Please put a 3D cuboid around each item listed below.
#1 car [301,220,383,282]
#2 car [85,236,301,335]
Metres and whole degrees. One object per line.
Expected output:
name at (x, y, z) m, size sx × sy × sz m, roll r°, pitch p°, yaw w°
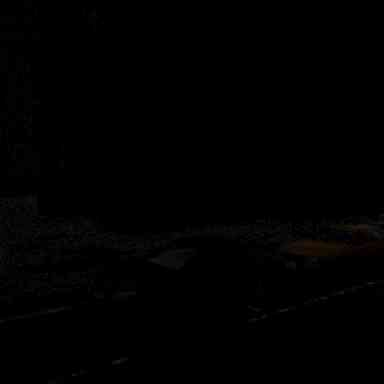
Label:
car at (4.475, 1.552, 9.834) m, size 4.829 × 1.417 × 1.752 m, roll 0°, pitch 0°, yaw -35°
car at (0.052, 1.593, 6.681) m, size 4.206 × 1.307 × 1.802 m, roll 0°, pitch 0°, yaw -35°
